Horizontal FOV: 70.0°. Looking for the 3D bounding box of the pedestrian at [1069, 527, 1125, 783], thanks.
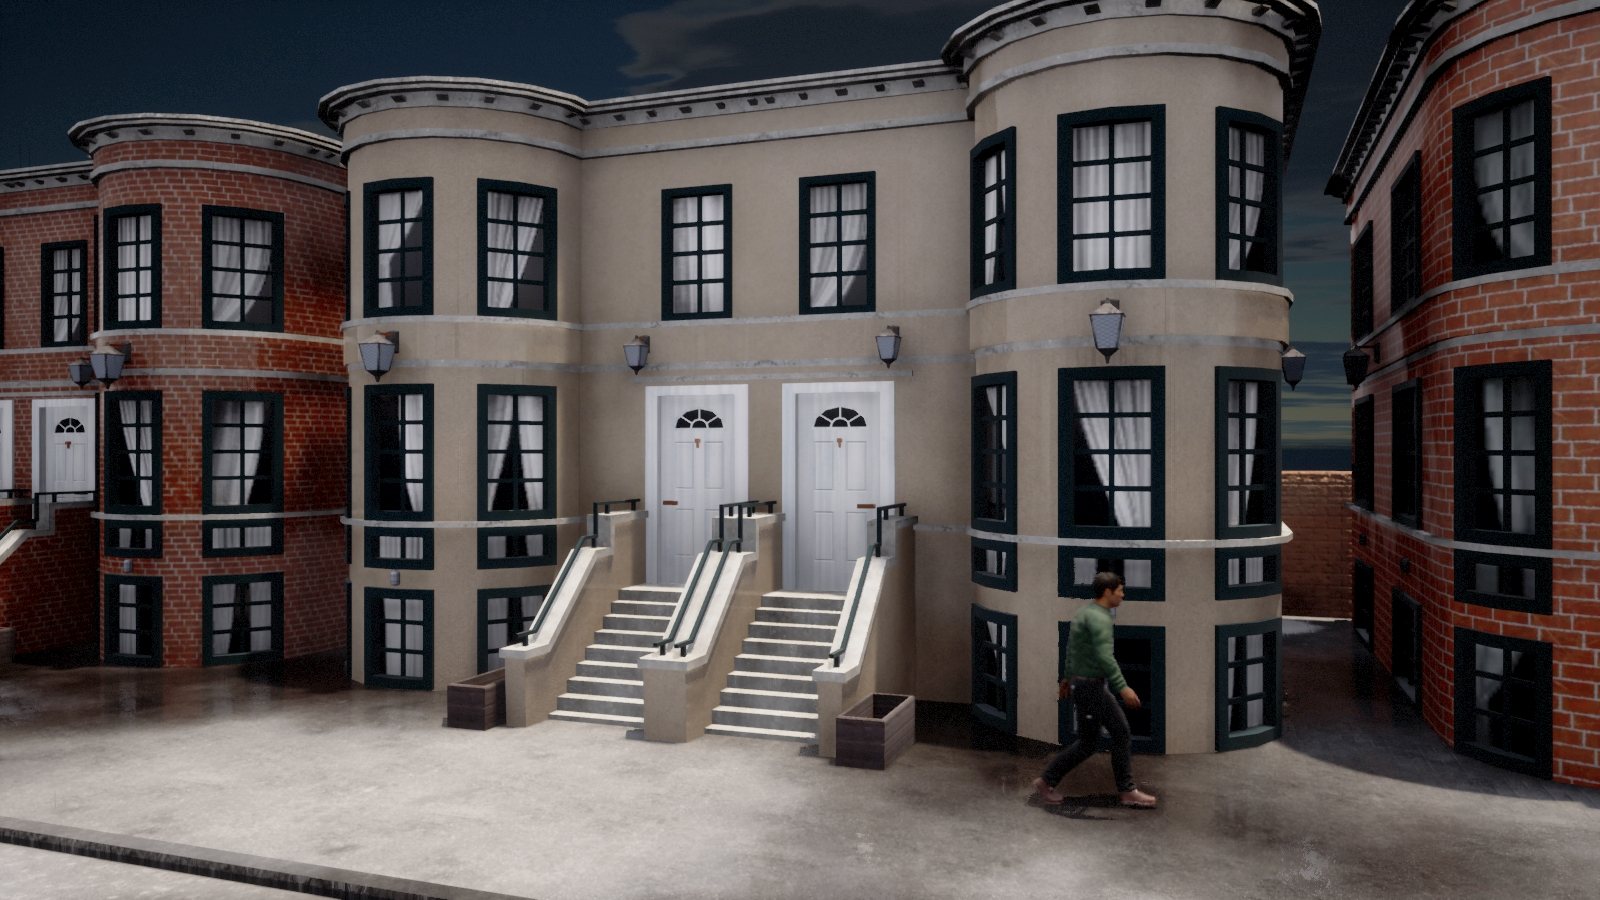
[{"bbox_3d":[2.241,1.525,8.635,0.375,1.860,0.375,0,0,10],"label":"pedestrian"}]
